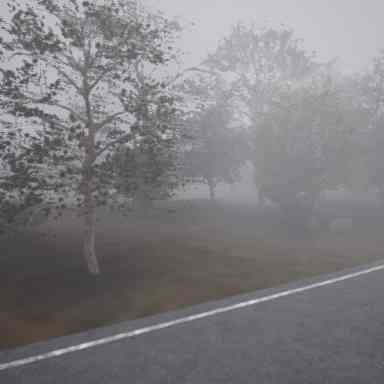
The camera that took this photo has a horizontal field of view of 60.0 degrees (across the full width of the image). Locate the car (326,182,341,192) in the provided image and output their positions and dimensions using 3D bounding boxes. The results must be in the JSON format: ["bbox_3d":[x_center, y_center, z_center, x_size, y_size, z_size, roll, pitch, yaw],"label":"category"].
[{"bbox_3d":[32.306,-0.875,76.199,4.181,1.385,1.994,-6,4,-41],"label":"car"}]

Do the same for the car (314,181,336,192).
[{"bbox_3d":[31.941,-1.360,79.971,5.566,2.045,2.150,-6,3,-36],"label":"car"}]
